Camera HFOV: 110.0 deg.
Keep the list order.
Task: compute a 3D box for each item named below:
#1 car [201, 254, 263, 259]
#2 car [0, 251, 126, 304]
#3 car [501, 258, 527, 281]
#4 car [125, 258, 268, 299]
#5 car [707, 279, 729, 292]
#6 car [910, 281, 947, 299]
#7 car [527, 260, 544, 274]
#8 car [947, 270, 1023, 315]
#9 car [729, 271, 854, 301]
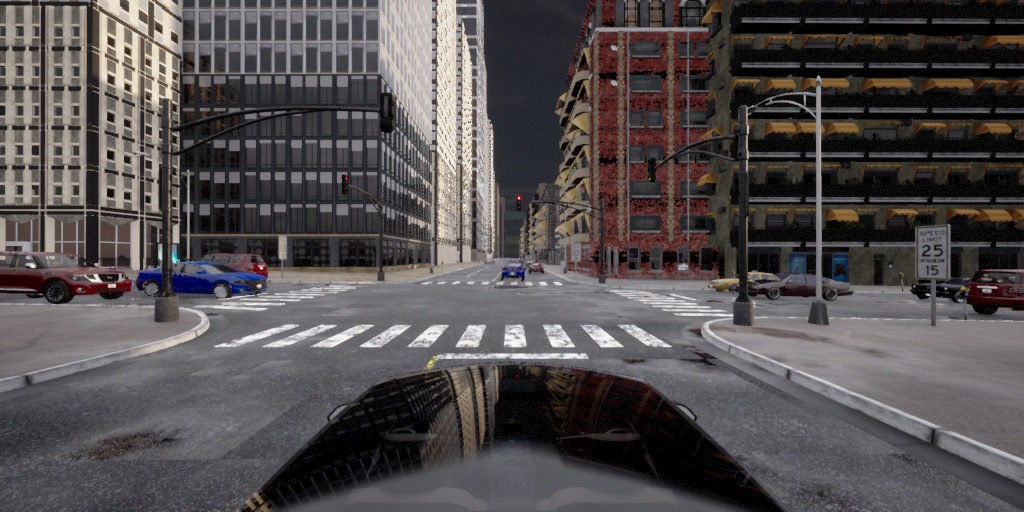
[{"bbox_3d":[-17.688,0.776,21.826,5.009,1.841,2.192,0,0,0],"label":"car"},{"bbox_3d":[-17.562,0.757,13.446,5.009,1.841,2.192,0,0,0],"label":"car"},{"bbox_3d":[0.110,1.230,30.703,1.882,1.535,5.008,0,0,2],"label":"car"},{"bbox_3d":[-13.571,1.000,15.855,5.008,1.535,1.882,1,0,3],"label":"car"},{"bbox_3d":[14.653,1.587,22.072,4.829,1.417,1.751,0,0,0],"label":"car"},{"bbox_3d":[24.883,1.839,19.560,4.718,1.301,1.895,1,0,-1],"label":"car"},{"bbox_3d":[2.785,1.341,41.783,1.802,1.307,4.207,0,0,0],"label":"car"},{"bbox_3d":[20.612,1.461,13.769,5.009,1.841,2.192,0,0,0],"label":"car"},{"bbox_3d":[15.253,1.610,19.485,5.357,1.411,2.033,1,0,0],"label":"car"}]
